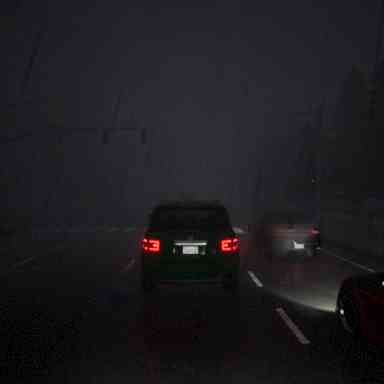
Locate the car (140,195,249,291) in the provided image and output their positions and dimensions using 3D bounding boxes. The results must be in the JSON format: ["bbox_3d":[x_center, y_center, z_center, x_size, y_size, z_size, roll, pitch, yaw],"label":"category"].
[{"bbox_3d":[-0.075,1.221,9.131,2.150,2.045,5.566,0,0,-1],"label":"car"}]

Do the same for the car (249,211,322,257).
[{"bbox_3d":[3.367,1.491,12.879,2.128,1.511,4.902,0,0,0],"label":"car"}]

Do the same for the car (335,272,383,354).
[{"bbox_3d":[3.436,1.564,3.971,1.994,1.385,4.181,0,0,-1],"label":"car"}]
